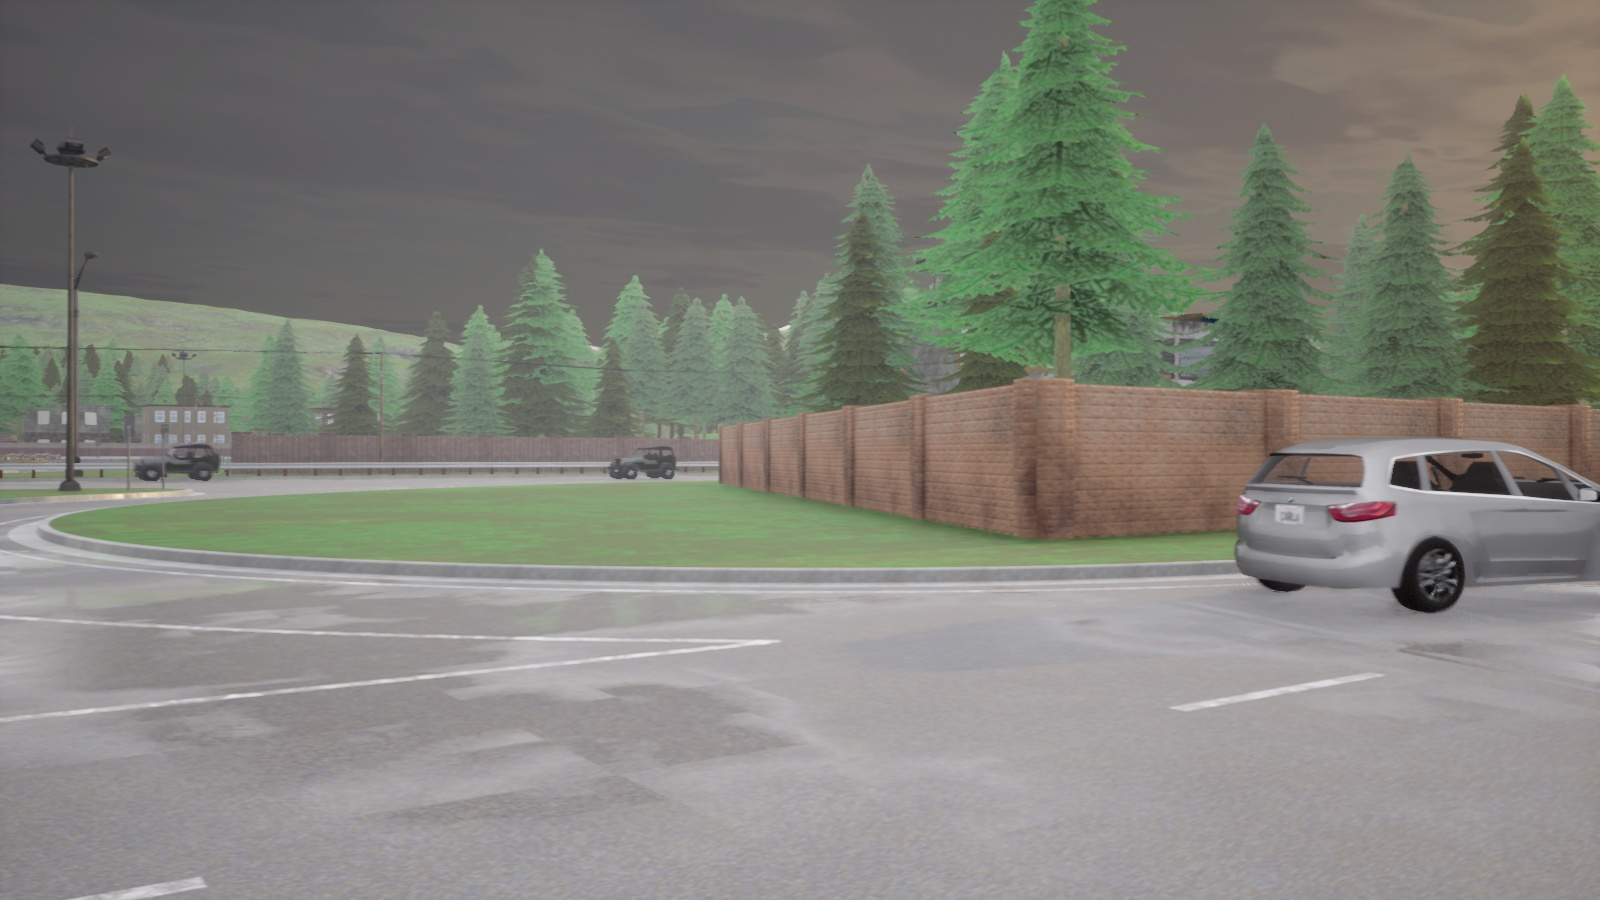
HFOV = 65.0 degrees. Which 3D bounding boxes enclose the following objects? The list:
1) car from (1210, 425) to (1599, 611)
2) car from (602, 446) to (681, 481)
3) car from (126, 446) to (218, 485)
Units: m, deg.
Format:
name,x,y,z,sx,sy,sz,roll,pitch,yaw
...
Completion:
name,x,y,z,sx,sy,sz,roll,pitch,yaw
car,6.926,0.607,13.169,4.611,1.667,2.242,0,0,-21
car,-8.780,0.730,69.696,3.866,1.878,1.905,0,0,-35
car,-31.260,0.758,62.505,3.866,1.878,1.905,0,0,-35
